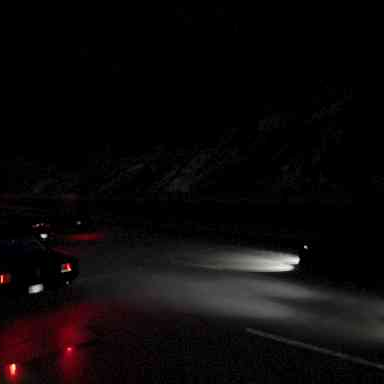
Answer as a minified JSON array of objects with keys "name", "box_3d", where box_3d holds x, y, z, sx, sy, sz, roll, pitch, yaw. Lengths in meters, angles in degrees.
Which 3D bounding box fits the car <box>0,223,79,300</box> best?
[{"name":"car","box_3d":[-4.826,1.665,8.104,4.718,1.301,1.895,0,0,40]}]

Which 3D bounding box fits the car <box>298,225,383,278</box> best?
[{"name":"car","box_3d":[5.144,1.602,9.115,4.181,1.385,1.994,0,0,37]}]

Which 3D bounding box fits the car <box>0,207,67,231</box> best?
[{"name":"car","box_3d":[-8.035,1.624,15.691,4.892,1.490,1.837,0,0,43]}]

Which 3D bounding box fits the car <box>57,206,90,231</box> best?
[{"name":"car","box_3d":[-8.245,1.627,20.766,5.008,1.535,1.882,-1,0,44]}]
